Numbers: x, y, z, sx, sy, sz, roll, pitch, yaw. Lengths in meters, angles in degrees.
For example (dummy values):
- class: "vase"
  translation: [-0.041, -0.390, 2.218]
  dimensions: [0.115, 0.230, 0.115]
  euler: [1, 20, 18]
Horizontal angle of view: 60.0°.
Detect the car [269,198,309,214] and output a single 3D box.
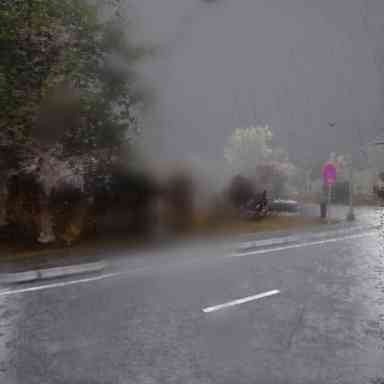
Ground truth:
- class: "car"
  translation: [9.488, 1.386, 33.171]
  dimensions: [1.812, 1.442, 4.674]
  euler: [0, 1, -33]
